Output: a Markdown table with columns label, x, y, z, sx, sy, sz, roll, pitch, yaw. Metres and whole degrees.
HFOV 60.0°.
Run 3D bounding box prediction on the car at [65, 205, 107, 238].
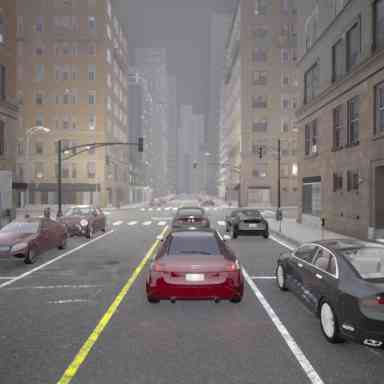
| label | x | y | z | sx | sy | sz | roll | pitch | yaw |
| --- | --- | --- | --- | --- | --- | --- | --- | --- | --- |
| car | -5.757 | 1.441 | 17.184 | 1.967 | 1.590 | 4.097 | 0 | 0 | 0 |

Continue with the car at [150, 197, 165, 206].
| label | x | y | z | sx | sy | sz | roll | pitch | yaw |
| --- | --- | --- | --- | --- | --- | --- | --- | --- | --- |
| car | -5.918 | 1.618 | 54.286 | 1.802 | 1.307 | 4.206 | 0 | 0 | 0 |

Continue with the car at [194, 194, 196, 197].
| label | x | y | z | sx | sy | sz | roll | pitch | yaw |
| --- | --- | --- | --- | --- | --- | --- | --- | --- | --- |
| car | 2.474 | 1.458 | 92.181 | 2.192 | 1.841 | 5.009 | 0 | 0 | 0 |

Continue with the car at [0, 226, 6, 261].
| label | x | y | z | sx | sy | sz | roll | pitch | yaw |
| --- | --- | --- | --- | --- | --- | --- | --- | --- | --- |
| car | -5.698 | 1.566 | 6.181 | 1.947 | 1.339 | 4.313 | 0 | 0 | 0 |

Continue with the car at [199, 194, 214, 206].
| label | x | y | z | sx | sy | sz | roll | pitch | yaw |
| --- | --- | --- | --- | --- | --- | --- | --- | --- | --- |
| car | 2.606 | 1.477 | 54.318 | 1.967 | 1.590 | 4.097 | 0 | 0 | 0 |

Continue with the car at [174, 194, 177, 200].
| label | x | y | z | sx | sy | sz | roll | pitch | yaw |
| --- | --- | --- | --- | --- | --- | --- | --- | --- | --- |
| car | -6.051 | 1.458 | 92.146 | 2.192 | 1.841 | 5.009 | 0 | 0 | 0 |

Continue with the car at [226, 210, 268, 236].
| label | x | y | z | sx | sy | sz | roll | pitch | yaw |
| --- | --- | --- | --- | --- | --- | --- | --- | --- | --- |
| car | 2.769 | 1.567 | 17.228 | 1.947 | 1.339 | 4.313 | 0 | 0 | 0 |

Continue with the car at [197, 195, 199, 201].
| label | x | y | z | sx | sy | sz | roll | pitch | yaw |
| --- | --- | --- | --- | --- | --- | --- | --- | --- | --- |
| car | 2.570 | 1.607 | 65.136 | 2.008 | 1.369 | 4.403 | 0 | 0 | 0 |

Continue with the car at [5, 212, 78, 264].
| label | x | y | z | sx | sy | sz | roll | pitch | yaw |
| --- | --- | --- | --- | --- | --- | --- | --- | --- | --- |
| car | -5.728 | 1.582 | 11.682 | 1.802 | 1.307 | 4.206 | 0 | 0 | 0 |

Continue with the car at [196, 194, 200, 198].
| label | x | y | z | sx | sy | sz | roll | pitch | yaw |
| --- | --- | --- | --- | --- | --- | --- | --- | --- | --- |
| car | 2.531 | 1.525 | 75.954 | 1.967 | 1.590 | 4.097 | 0 | 0 | 0 |

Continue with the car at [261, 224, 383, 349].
| label | x | y | z | sx | sy | sz | roll | pitch | yaw |
| --- | --- | --- | --- | --- | --- | --- | --- | --- | --- |
| car | 2.826 | 1.551 | 6.226 | 2.008 | 1.369 | 4.403 | 0 | 0 | 0 |

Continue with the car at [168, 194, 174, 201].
| label | x | y | z | sx | sy | sz | roll | pitch | yaw |
| --- | --- | --- | --- | --- | --- | --- | --- | --- | --- |
| car | -6.011 | 1.627 | 81.158 | 1.752 | 1.417 | 4.829 | 0 | 0 | 0 |

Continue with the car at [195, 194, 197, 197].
| label | x | y | z | sx | sy | sz | roll | pitch | yaw |
| --- | --- | --- | --- | --- | --- | --- | --- | --- | --- |
| car | 2.493 | 1.561 | 86.772 | 1.967 | 1.590 | 4.097 | 0 | 0 | 0 |

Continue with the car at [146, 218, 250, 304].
| label | x | y | z | sx | sy | sz | roll | pitch | yaw |
| --- | --- | --- | --- | --- | --- | --- | --- | --- | --- |
| car | 0.040 | 1.564 | 8.223 | 1.994 | 1.385 | 4.181 | 0 | 0 | -1 |

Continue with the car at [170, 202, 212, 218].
| label | x | y | z | sx | sy | sz | roll | pitch | yaw |
| --- | --- | --- | --- | --- | --- | --- | --- | --- | --- |
| car | -0.051 | 1.506 | 17.136 | 1.837 | 1.490 | 4.892 | 0 | 0 | 0 |

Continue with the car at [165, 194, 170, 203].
| label | x | y | z | sx | sy | sz | roll | pitch | yaw |
| --- | --- | --- | --- | --- | --- | --- | --- | --- | --- |
| car | -5.955 | 1.607 | 65.103 | 2.008 | 1.369 | 4.403 | 0 | 0 | 0 |
